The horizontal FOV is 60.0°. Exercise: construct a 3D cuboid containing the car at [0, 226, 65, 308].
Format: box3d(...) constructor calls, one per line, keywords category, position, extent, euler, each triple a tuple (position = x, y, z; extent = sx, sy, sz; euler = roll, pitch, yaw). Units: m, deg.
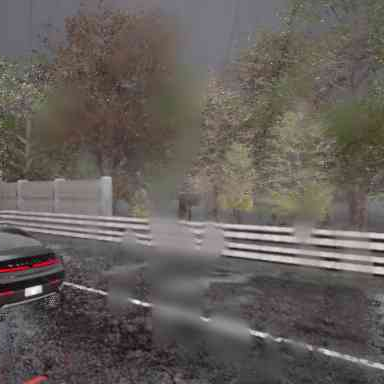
box3d(category="car", position=(-4.774, 1.504, 7.287), extent=(4.892, 1.490, 1.837), euler=(0, 0, 35))
